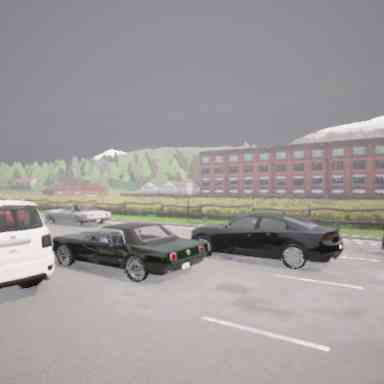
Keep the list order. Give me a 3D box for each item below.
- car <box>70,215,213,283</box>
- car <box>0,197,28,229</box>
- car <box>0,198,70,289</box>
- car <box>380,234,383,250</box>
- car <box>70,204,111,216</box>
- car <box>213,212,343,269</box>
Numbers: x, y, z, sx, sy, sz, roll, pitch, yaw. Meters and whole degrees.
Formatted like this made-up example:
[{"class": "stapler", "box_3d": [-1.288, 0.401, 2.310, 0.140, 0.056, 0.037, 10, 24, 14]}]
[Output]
[{"class": "car", "box_3d": [-1.972, 1.541, 9.541, 4.718, 1.301, 1.895, 0, 0, 35]}, {"class": "car", "box_3d": [-12.718, 1.238, 21.179, 4.553, 1.767, 2.097, 0, 0, 34]}, {"class": "car", "box_3d": [-5.545, 1.180, 7.762, 5.566, 2.045, 2.150, 0, 0, 35]}, {"class": "car", "box_3d": [8.496, 1.476, 10.729, 4.181, 1.385, 1.994, 0, 0, 36]}, {"class": "car", "box_3d": [-7.647, 1.472, 21.951, 4.718, 1.301, 1.895, 0, 0, 34]}, {"class": "car", "box_3d": [2.208, 1.401, 10.914, 5.008, 1.535, 1.882, 0, 0, 35]}]
